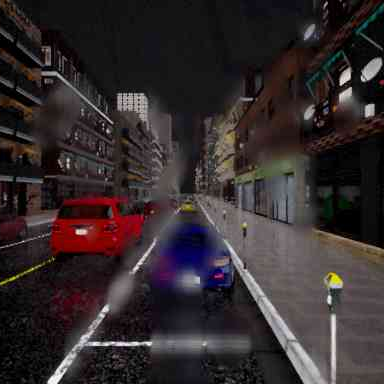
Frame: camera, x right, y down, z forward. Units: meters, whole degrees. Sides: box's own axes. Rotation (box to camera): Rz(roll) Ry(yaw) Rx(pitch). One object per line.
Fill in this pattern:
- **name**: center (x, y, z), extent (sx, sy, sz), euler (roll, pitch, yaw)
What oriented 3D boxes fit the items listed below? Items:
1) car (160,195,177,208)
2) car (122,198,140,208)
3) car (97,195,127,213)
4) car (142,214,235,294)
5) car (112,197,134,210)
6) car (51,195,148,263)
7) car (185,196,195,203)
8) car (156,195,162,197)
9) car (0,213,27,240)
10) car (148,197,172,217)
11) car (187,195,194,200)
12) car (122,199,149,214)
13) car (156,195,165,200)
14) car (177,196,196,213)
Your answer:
- **car**: center (-3.050, 1.562, 46.600), extent (1.994, 1.385, 4.181), euler (0, 0, 0)
- **car**: center (-8.834, 1.543, 48.430), extent (1.887, 1.381, 4.507), euler (0, 0, 0)
- **car**: center (-8.833, 1.314, 37.157), extent (2.192, 1.841, 5.009), euler (0, 0, 0)
- **car**: center (0.004, 1.526, 8.649), extent (1.812, 1.442, 4.674), euler (0, 0, 0)
- **car**: center (-8.834, 1.439, 42.793), extent (1.967, 1.590, 4.097), euler (0, 0, 0)
- **car**: center (-3.146, 1.224, 12.137), extent (2.150, 2.045, 5.566), euler (0, 0, 0)
- **car**: center (-0.453, 1.545, 70.970), extent (2.008, 1.369, 4.403), euler (0, 0, 0)
- **car**: center (-8.834, 1.541, 87.882), extent (2.008, 1.369, 4.403), euler (0, 0, 0)
- **car**: center (-8.835, 1.583, 14.612), extent (1.802, 1.307, 4.206), euler (0, 0, 0)
- **car**: center (-3.056, 1.478, 28.757), extent (1.882, 1.535, 5.008), euler (0, 0, 0)
- **car**: center (-0.452, 1.513, 93.685), extent (1.752, 1.417, 4.829), euler (0, 0, 0)
- **car**: center (-6.230, 1.547, 37.229), extent (2.033, 1.411, 5.357), euler (0, 0, 0)
- **car**: center (-8.834, 1.539, 93.519), extent (2.008, 1.369, 4.403), euler (0, 0, 0)
- **car**: center (-0.454, 1.525, 37.323), extent (1.752, 1.417, 4.829), euler (0, 0, 0)
